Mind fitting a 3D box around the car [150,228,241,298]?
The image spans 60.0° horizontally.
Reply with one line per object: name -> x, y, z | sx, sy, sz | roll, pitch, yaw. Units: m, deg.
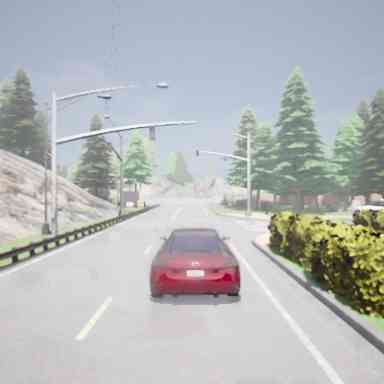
car -> 0.074, 1.621, 8.724 | 1.994, 1.385, 4.181 | 0, 0, 0

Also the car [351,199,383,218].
car -> 16.108, 1.558, 27.206 | 5.566, 2.045, 2.150 | 0, 0, 0
